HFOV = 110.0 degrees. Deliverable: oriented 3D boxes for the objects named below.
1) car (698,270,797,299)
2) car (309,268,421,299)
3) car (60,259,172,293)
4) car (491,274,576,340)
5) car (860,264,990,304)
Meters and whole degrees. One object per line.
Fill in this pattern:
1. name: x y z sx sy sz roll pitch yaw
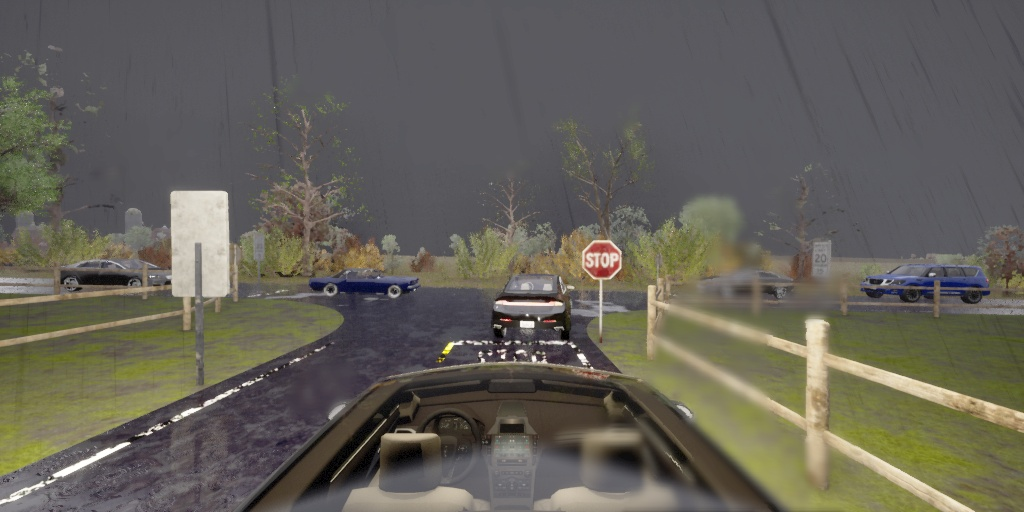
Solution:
1. car: 13.003 1.525 19.975 4.902 1.511 2.128 1 1 0
2. car: -6.823 1.248 17.047 4.718 1.301 1.895 1 1 0
3. car: -18.491 0.885 17.062 4.902 1.511 2.128 1 1 0
4. car: 0.706 1.240 10.016 2.128 1.511 4.902 0 0 9
5. car: 22.898 1.466 19.965 5.566 2.045 2.150 1 1 0
